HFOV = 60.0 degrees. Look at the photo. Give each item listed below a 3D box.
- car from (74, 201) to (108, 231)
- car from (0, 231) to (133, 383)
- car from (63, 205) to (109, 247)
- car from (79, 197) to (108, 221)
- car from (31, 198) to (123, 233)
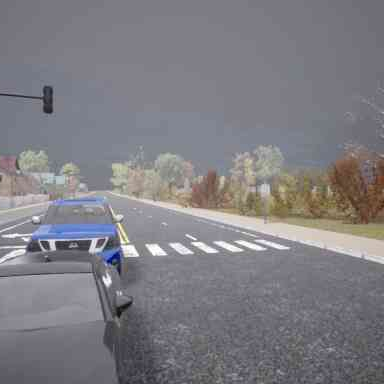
[{"bbox_3d":[-6.554,1.468,21.839,1.882,1.535,5.008,0,0,-15],"label":"car"},{"bbox_3d":[-1.725,1.524,3.923,1.812,1.442,4.674,0,0,-13],"label":"car"},{"bbox_3d":[-4.997,1.499,16.090,1.837,1.490,4.892,0,0,-15],"label":"car"},{"bbox_3d":[-8.103,1.338,27.575,2.097,1.767,4.553,0,0,-15],"label":"car"},{"bbox_3d":[-3.352,1.218,10.015,2.150,2.045,5.566,0,0,-15],"label":"car"}]
